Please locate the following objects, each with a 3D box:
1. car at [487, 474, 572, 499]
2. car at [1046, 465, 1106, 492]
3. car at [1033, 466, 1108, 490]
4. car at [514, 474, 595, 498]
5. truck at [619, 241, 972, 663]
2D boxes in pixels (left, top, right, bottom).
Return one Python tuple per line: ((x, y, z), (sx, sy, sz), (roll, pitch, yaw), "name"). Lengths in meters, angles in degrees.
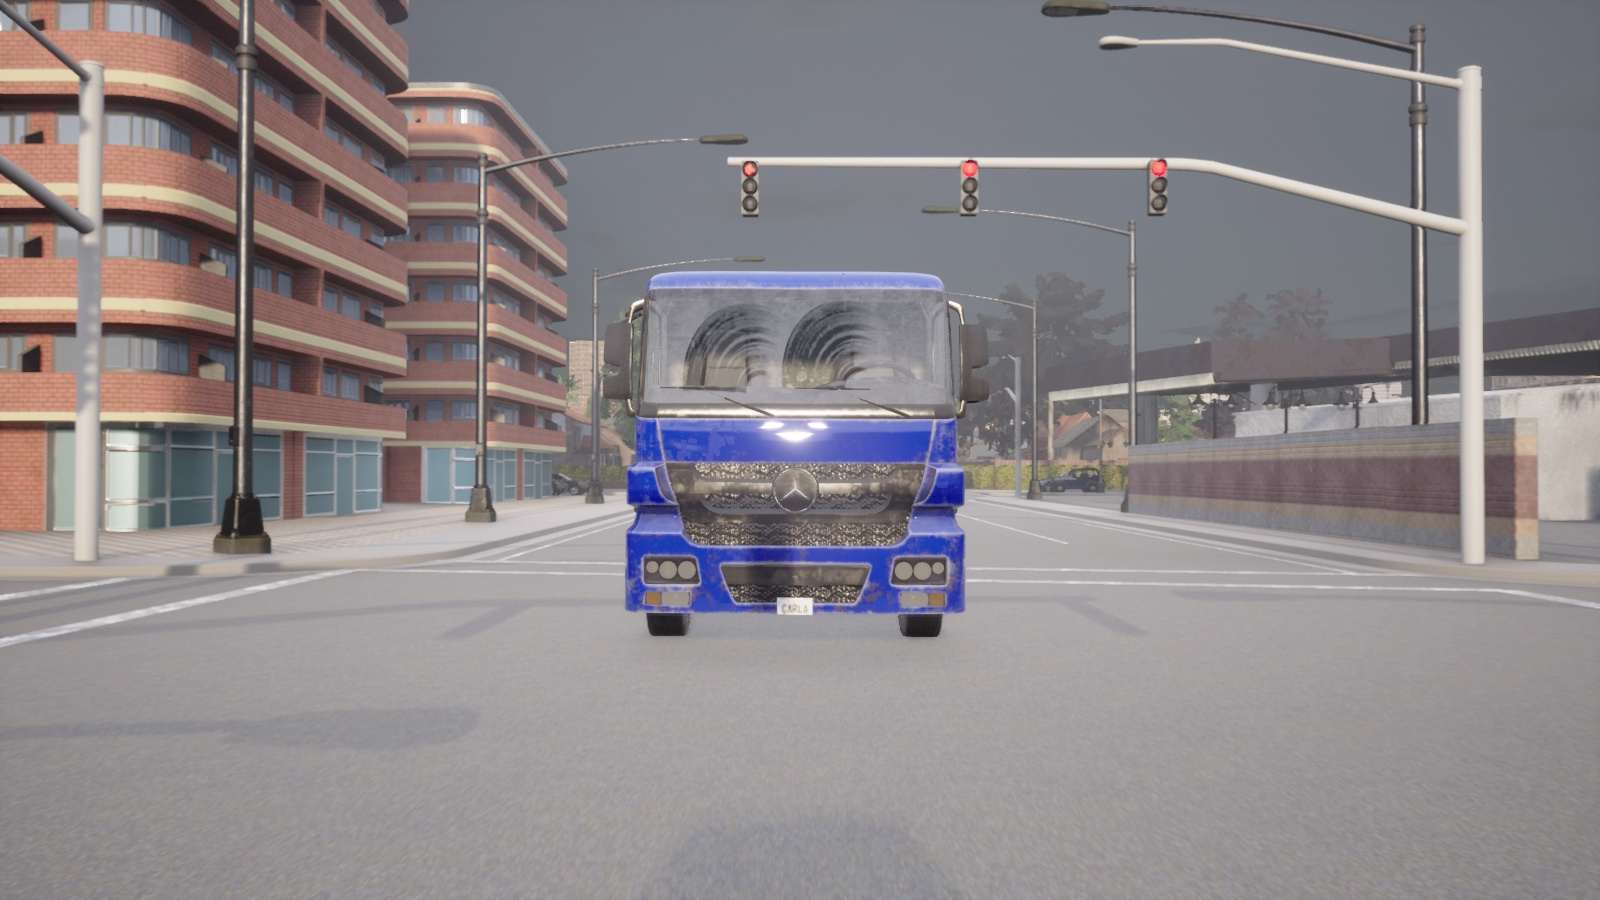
((-16.765, 2.272, 77.931), (4.892, 1.490, 1.837), (0, -1, 2), "car")
((19.481, 2.009, 88.792), (3.866, 1.878, 1.905), (0, -1, 1), "car")
((19.834, 2.049, 92.309), (5.027, 1.651, 2.152), (0, -1, 0), "car")
((-15.848, 2.319, 81.262), (4.892, 1.490, 1.837), (0, -1, 1), "car")
((-0.049, 0.076, 14.285), (2.891, 3.462, 7.936), (0, -1, 0), "truck")
